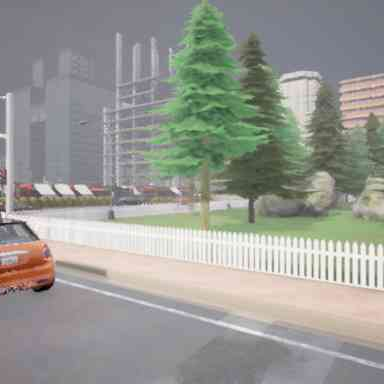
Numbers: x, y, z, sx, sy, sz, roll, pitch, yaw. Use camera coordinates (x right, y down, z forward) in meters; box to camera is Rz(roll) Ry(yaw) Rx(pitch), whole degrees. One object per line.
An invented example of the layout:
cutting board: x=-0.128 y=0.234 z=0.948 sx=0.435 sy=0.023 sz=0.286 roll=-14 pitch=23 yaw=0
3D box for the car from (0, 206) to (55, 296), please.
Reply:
car: x=-5.227 y=1.339 z=7.675 sx=4.553 sy=1.767 sz=2.097 roll=0 pitch=0 yaw=36

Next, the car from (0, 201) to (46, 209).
car: x=-13.004 y=1.440 z=24.393 sx=1.882 sy=1.535 sz=5.008 roll=-1 pitch=0 yaw=32

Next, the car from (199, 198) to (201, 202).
car: x=0.018 y=1.416 z=62.344 sx=1.994 sy=1.385 sz=4.181 roll=0 pitch=0 yaw=34

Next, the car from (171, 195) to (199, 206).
car: x=-1.395 y=1.301 z=54.117 sx=2.097 sy=1.767 sz=4.553 roll=0 pitch=0 yaw=34

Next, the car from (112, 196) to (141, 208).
car: x=-9.532 y=1.423 z=48.373 sx=1.882 sy=1.535 sz=5.008 roll=0 pitch=0 yaw=34
